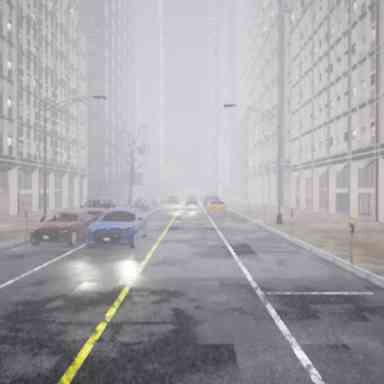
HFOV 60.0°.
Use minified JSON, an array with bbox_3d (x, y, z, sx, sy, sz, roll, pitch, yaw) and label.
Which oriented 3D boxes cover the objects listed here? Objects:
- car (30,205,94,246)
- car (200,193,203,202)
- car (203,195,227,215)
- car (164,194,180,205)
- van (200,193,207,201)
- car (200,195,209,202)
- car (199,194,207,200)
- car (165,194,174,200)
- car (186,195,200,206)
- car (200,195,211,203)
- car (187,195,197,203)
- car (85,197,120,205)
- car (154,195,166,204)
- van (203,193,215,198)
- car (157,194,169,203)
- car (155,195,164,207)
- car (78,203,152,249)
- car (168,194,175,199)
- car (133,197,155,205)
[{"bbox_3d":[-5.698,1.515,15.195,1.887,1.381,4.507,0,0,0],"label":"car"},{"bbox_3d":[2.672,1.193,49.384,2.192,1.841,5.009,0,0,0],"label":"car"},{"bbox_3d":[2.340,1.384,32.711,1.801,1.575,5.366,0,0,0],"label":"car"},{"bbox_3d":[-3.084,1.211,55.381,2.097,1.767,4.553,0,0,0],"label":"car"},{"bbox_3d":[2.664,1.115,77.878,1.690,1.788,3.998,0,0,0],"label":"van"},{"bbox_3d":[2.667,1.379,72.180,1.802,1.307,4.206,0,0,0],"label":"car"},{"bbox_3d":[2.663,1.294,83.577,1.887,1.381,4.507,0,0,0],"label":"car"},{"bbox_3d":[-5.718,1.315,83.575,1.947,1.339,4.313,0,0,0],"label":"car"},{"bbox_3d":[-0.015,1.475,50.655,1.895,1.301,4.718,0,0,0],"label":"car"},{"bbox_3d":[2.668,1.371,66.483,2.008,1.369,4.403,0,0,0],"label":"car"},{"bbox_3d":[-0.021,1.306,66.936,1.837,1.490,4.892,0,0,0],"label":"car"},{"bbox_3d":[-5.701,1.272,20.893,2.192,1.841,5.009,0,0,0],"label":"car"},{"bbox_3d":[-5.711,1.366,60.611,1.752,1.417,4.829,0,0,0],"label":"car"},{"bbox_3d":[2.673,1.236,43.685,1.690,1.788,3.998,0,0,0],"label":"van"},{"bbox_3d":[-5.713,1.260,66.482,1.967,1.590,4.097,0,0,0],"label":"car"},{"bbox_3d":[-5.708,1.429,49.385,2.008,1.369,4.403,0,0,0],"label":"car"},{"bbox_3d":[-3.105,1.449,14.603,1.882,1.535,5.008,0,0,0],"label":"car"},{"bbox_3d":[-5.721,1.280,94.972,1.802,1.307,4.206,0,0,0],"label":"car"},{"bbox_3d":[-5.705,1.352,37.988,1.967,1.590,4.097,0,0,0],"label":"car"}]
